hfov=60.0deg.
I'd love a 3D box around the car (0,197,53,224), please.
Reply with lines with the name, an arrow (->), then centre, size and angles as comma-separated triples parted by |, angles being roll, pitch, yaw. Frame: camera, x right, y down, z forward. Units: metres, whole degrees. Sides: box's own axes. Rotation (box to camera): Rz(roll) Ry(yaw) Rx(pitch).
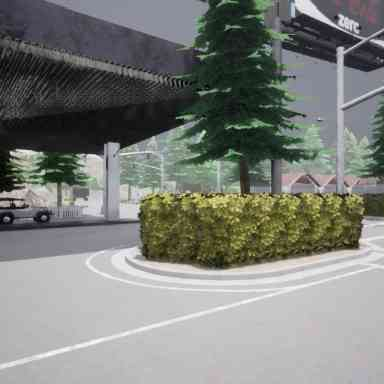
car -> -12.017, 1.313, 23.451 | 3.866, 1.878, 1.905 | 0, 0, -36
